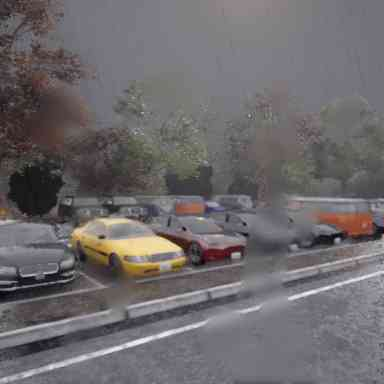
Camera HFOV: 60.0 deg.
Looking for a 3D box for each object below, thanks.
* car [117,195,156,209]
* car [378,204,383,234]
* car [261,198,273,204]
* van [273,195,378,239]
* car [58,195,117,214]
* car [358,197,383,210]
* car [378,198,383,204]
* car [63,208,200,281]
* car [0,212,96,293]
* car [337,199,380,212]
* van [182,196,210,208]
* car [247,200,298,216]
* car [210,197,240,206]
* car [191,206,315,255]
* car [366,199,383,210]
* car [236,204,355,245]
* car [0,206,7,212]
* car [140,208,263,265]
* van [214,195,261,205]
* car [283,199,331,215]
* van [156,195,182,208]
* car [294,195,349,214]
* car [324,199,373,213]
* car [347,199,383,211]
[{"bbox_3d":[-5.279,1.259,24.438,2.435,2.045,5.566,0,0,-35],"label":"car"},{"bbox_3d":[8.984,1.548,18.598,2.163,1.488,4.792,0,0,-35],"label":"car"},{"bbox_3d":[5.975,1.560,32.506,2.163,1.488,4.792,0,0,-35],"label":"car"},{"bbox_3d":[6.670,1.290,17.061,1.878,1.987,4.442,0,0,-35],"label":"van"},{"bbox_3d":[-7.537,1.257,22.834,2.435,2.045,5.566,0,0,-35],"label":"car"},{"bbox_3d":[26.190,1.621,46.873,2.185,1.767,4.553,1,0,-35],"label":"car"},{"bbox_3d":[11.243,1.397,20.206,2.185,1.767,4.553,0,0,-35],"label":"car"},{"bbox_3d":[-2.207,1.504,10.382,1.946,1.575,5.366,0,0,-35],"label":"car"},{"bbox_3d":[-4.581,1.506,8.931,2.231,1.521,4.892,0,0,-35],"label":"car"},{"bbox_3d":[21.794,1.735,43.707,2.002,1.452,4.674,1,0,-35],"label":"car"},{"bbox_3d":[-0.847,1.289,27.765,1.878,1.987,4.442,0,0,-35],"label":"van"},{"bbox_3d":[8.127,1.574,34.035,2.163,1.488,4.792,1,0,-35],"label":"car"},{"bbox_3d":[1.475,1.517,29.279,2.097,1.535,5.008,0,0,-35],"label":"car"},{"bbox_3d":[2.228,1.541,13.726,2.163,1.488,4.792,0,0,-35],"label":"car"},{"bbox_3d":[28.469,1.772,48.448,2.097,1.535,5.008,1,0,-35],"label":"car"},{"bbox_3d":[4.491,1.543,15.334,2.163,1.488,4.792,0,0,-35],"label":"car"},{"bbox_3d":[-12.068,1.504,19.642,2.097,1.535,5.008,0,0,-35],"label":"car"},{"bbox_3d":[-0.035,1.539,12.118,2.163,1.488,4.792,0,0,-35],"label":"car"},{"bbox_3d":[3.812,1.296,30.800,1.878,1.987,4.442,0,0,-36],"label":"van"},{"bbox_3d":[12.778,1.619,37.269,2.163,1.488,4.792,1,0,-35],"label":"car"},{"bbox_3d":[-2.970,1.287,25.970,1.878,1.987,4.442,0,0,-35],"label":"van"},{"bbox_3d":[15.004,1.365,38.921,2.435,2.045,5.566,1,0,-35],"label":"car"},{"bbox_3d":[19.642,1.666,41.954,1.946,1.575,5.366,1,0,-35],"label":"car"},{"bbox_3d":[24.067,1.751,45.290,2.163,1.488,4.792,1,0,-35],"label":"car"}]
